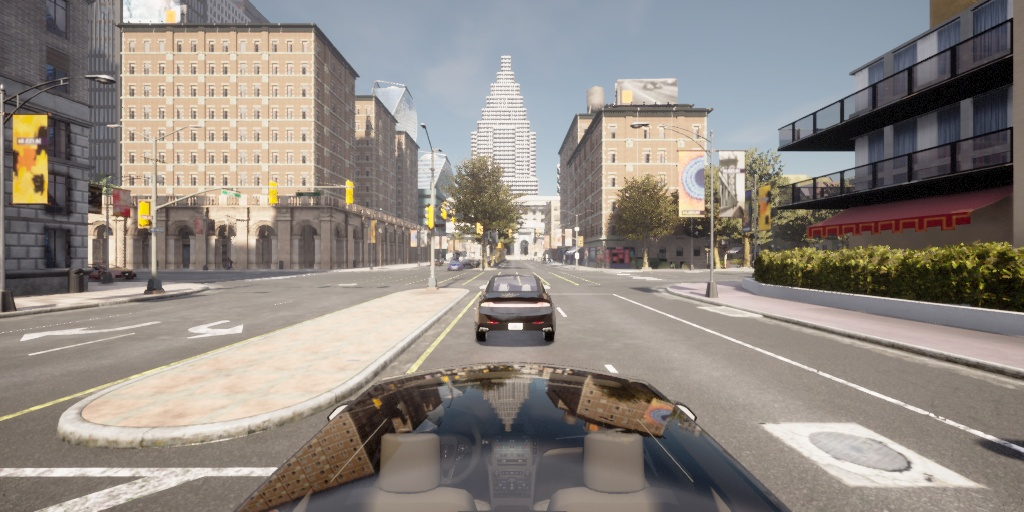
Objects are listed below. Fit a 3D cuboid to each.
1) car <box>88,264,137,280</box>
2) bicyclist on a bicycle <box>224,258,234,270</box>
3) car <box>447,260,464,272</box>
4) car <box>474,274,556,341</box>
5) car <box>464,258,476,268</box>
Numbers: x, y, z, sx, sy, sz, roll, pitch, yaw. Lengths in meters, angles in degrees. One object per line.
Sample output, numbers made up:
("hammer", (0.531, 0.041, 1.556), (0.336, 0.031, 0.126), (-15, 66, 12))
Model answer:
("car", (-33.463, 1.314, 29.294), (4.181, 1.385, 1.994), (0, 0, 0))
("bicyclist on a bicycle", (-37.237, 1.050, 47.246), (0.582, 1.620, 1.656), (0, 0, 0))
("car", (-7.546, 1.275, 47.321), (1.812, 1.442, 4.674), (0, 0, -8))
("car", (0.083, 1.242, 9.836), (2.128, 1.511, 4.902), (0, 0, 0))
("car", (-7.973, 1.275, 63.625), (1.812, 1.442, 4.674), (0, 0, 0))
